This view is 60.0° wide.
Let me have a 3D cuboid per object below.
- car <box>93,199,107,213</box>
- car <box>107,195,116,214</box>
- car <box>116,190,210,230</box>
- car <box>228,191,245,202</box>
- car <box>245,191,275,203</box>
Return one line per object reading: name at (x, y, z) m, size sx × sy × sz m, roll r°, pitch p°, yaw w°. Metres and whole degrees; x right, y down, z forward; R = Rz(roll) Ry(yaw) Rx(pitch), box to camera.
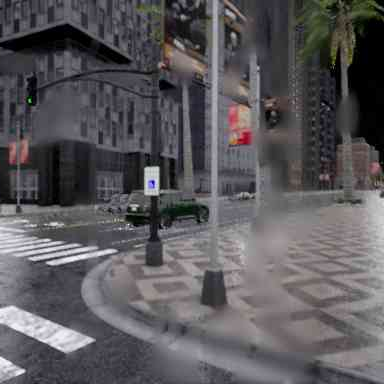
car at (-6.219, 1.010, 28.559) m, size 2.128 × 1.511 × 4.902 m, roll 0°, pitch 1°, yaw 35°
car at (-4.009, 1.077, 26.026) m, size 1.812 × 1.442 × 4.674 m, roll 0°, pitch 1°, yaw 35°
car at (-1.236, 0.889, 18.682) m, size 2.150 × 2.045 × 5.566 m, roll 0°, pitch 1°, yaw 38°
car at (6.879, 0.657, 46.969) m, size 1.812 × 1.442 × 4.674 m, roll 0°, pitch 1°, yaw 36°
car at (9.547, 0.501, 45.111) m, size 2.097 × 1.767 × 4.553 m, roll 0°, pitch 1°, yaw 36°
